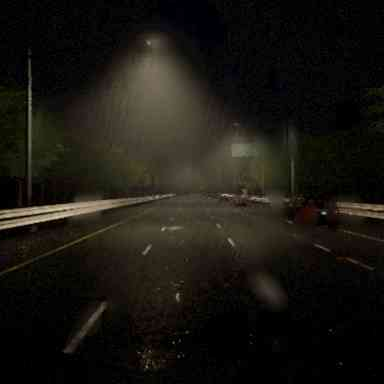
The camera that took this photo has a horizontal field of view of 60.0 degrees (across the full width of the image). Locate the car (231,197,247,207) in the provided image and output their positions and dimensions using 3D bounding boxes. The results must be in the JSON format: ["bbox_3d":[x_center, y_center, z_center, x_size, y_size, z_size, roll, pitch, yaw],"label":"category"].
[{"bbox_3d":[7.135,1.525,50.627,2.033,1.411,5.357,0,0,0],"label":"car"}]

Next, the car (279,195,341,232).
[{"bbox_3d":[7.021,1.222,20.324,2.150,2.045,5.566,0,0,0],"label":"car"}]

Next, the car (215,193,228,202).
[{"bbox_3d":[7.282,1.482,77.767,2.033,1.411,5.357,0,0,0],"label":"car"}]
